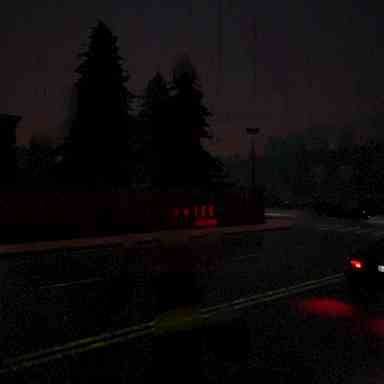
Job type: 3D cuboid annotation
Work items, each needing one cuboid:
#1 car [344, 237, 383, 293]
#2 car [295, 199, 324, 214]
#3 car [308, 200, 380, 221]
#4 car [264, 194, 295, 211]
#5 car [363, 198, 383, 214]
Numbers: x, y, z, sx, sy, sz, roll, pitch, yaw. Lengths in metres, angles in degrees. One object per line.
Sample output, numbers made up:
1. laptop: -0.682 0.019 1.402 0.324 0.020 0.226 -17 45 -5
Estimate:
1. car: 5.788 1.547 7.900 5.357 1.411 2.033 0 0 -35
2. car: 13.071 1.478 32.640 1.882 1.535 5.008 0 0 -35
3. car: 12.425 1.601 27.478 1.895 1.301 4.718 0 0 -35
4. car: 10.613 1.222 42.208 2.150 2.045 5.566 0 0 -35
5. car: 18.180 1.351 31.466 2.097 1.767 4.553 0 0 -35
